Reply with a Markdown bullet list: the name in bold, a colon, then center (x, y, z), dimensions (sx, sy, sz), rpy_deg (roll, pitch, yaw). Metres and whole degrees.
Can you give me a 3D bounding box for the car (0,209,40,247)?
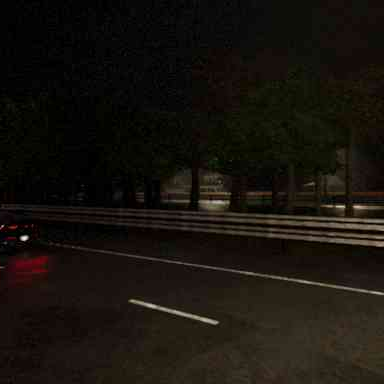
- **car**: center (-8.275, 1.499, 13.777), dimensions (4.892, 1.490, 1.837), rpy_deg (-1, 0, 34)
